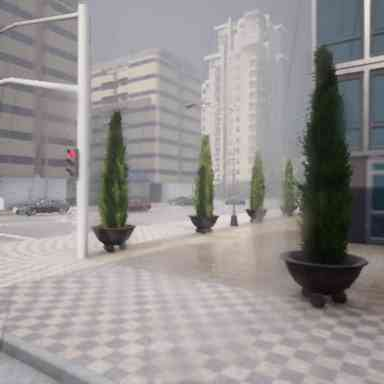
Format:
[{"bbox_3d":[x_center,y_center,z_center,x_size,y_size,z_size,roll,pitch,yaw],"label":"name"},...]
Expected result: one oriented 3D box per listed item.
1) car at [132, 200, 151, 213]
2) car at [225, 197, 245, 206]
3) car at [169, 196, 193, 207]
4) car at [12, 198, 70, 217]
[{"bbox_3d":[-6.207,1.439,32.861,1.895,1.301,4.718,1,0,33],"label":"car"},{"bbox_3d":[6.785,1.400,52.402,1.994,1.385,4.181,1,0,34],"label":"car"},{"bbox_3d":[-1.242,1.329,46.701,1.812,1.442,4.674,1,0,33],"label":"car"},{"bbox_3d":[-12.999,1.298,28.922,2.128,1.511,4.902,1,0,33],"label":"car"}]
